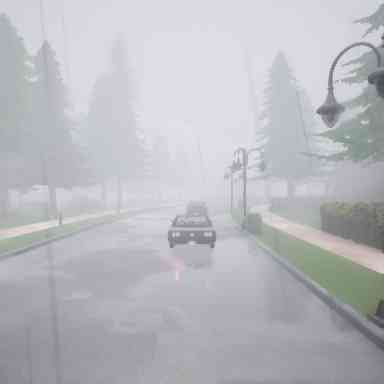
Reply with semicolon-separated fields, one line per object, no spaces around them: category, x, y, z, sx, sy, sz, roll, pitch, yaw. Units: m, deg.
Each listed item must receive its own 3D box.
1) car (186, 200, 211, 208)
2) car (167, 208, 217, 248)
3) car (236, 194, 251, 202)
car;0.540;1.516;29.424;1.837;1.490;4.892;0;0;6
car;0.000;1.616;14.644;1.895;1.301;4.718;0;0;0
car;11.811;1.349;76.016;2.097;1.767;4.553;0;0;30
